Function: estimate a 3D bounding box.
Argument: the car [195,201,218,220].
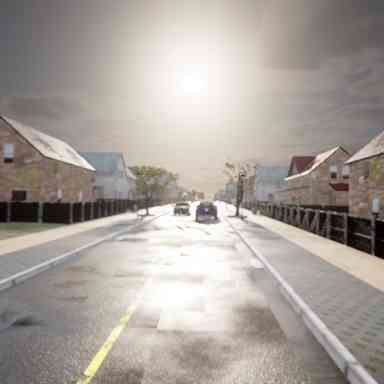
[{"bbox_3d":[1.410,1.661,32.169,2.097,1.767,4.553,1,-1,3],"label":"car"}]

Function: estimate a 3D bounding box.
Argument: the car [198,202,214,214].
[{"bbox_3d":[1.858,2.003,43.088,1.994,1.385,4.181,1,-1,3],"label":"car"}]

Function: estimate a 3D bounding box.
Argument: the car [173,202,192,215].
[{"bbox_3d":[-1.121,1.903,38.359,1.837,1.490,4.892,1,-1,3],"label":"car"}]
